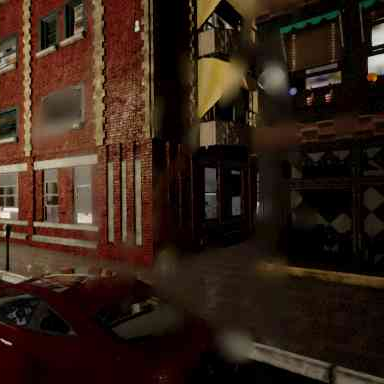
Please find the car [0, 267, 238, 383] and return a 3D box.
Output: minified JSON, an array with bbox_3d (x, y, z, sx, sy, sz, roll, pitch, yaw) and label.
[{"bbox_3d":[-1.500,1.583,3.922,4.206,1.307,1.802,0,-1,36],"label":"car"}]
